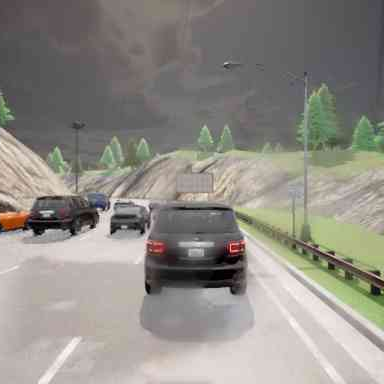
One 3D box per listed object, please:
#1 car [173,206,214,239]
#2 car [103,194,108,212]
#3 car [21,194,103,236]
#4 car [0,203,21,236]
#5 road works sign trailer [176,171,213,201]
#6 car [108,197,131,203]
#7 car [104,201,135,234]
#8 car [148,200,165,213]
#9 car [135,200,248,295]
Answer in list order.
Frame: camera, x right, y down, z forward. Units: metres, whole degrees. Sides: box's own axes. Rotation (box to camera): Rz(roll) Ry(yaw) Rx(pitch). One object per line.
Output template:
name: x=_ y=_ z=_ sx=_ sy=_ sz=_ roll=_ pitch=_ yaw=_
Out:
car: x=0.087 y=1.559 z=18.087 sx=1.994 sy=1.385 sz=4.181 roll=0 pitch=0 yaw=0
car: x=-11.095 y=1.219 z=39.381 sx=2.150 sy=2.045 sz=5.566 roll=0 pitch=0 yaw=-5
car: x=-6.925 y=1.221 z=18.534 sx=2.150 sy=2.045 sz=5.566 roll=0 pitch=0 yaw=0
car: x=-10.422 y=1.351 z=17.735 sx=2.097 sy=1.767 sz=4.553 roll=0 pitch=0 yaw=0
road works sign trailer: x=0.186 y=0.464 z=21.583 sx=2.380 sy=3.560 sz=2.880 roll=0 pitch=0 yaw=0
car: x=-7.359 y=1.493 z=36.195 sx=2.128 sy=1.511 sz=4.902 roll=0 pitch=0 yaw=-4
car: x=-3.425 y=1.506 z=19.249 sx=1.837 sy=1.490 sz=4.892 roll=0 pitch=0 yaw=0
car: x=-4.064 y=1.601 z=38.883 sx=1.895 sy=1.301 sz=4.718 roll=0 pitch=0 yaw=-5
car: x=0.087 y=1.221 z=8.866 sx=2.150 sy=2.045 sz=5.566 roll=0 pitch=0 yaw=0
